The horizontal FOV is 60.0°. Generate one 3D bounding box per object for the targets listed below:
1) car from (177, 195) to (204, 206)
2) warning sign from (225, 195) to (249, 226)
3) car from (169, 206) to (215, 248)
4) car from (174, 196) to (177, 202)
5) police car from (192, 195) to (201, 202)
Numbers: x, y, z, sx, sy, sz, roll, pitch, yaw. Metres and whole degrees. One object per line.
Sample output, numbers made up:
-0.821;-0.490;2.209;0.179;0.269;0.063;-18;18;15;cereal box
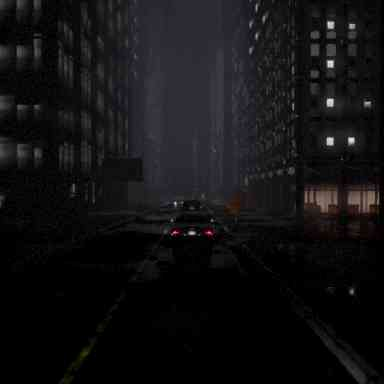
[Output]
0.000;1.366;29.623;2.097;1.767;4.553;0;0;0;car
2.730;1.111;20.470;1.300;1.860;1.060;1;1;0;warning sign
0.000;1.560;14.651;2.033;1.411;5.357;0;0;0;car
-2.999;1.537;75.940;1.812;1.442;4.674;0;0;0;car
1.051;1.485;80.602;1.930;1.638;5.238;0;0;0;police car
